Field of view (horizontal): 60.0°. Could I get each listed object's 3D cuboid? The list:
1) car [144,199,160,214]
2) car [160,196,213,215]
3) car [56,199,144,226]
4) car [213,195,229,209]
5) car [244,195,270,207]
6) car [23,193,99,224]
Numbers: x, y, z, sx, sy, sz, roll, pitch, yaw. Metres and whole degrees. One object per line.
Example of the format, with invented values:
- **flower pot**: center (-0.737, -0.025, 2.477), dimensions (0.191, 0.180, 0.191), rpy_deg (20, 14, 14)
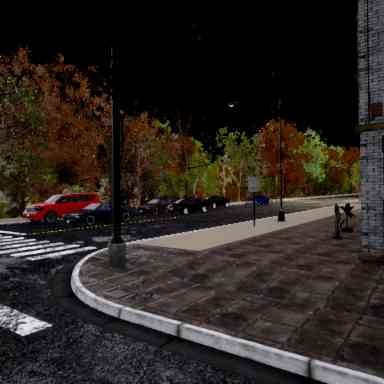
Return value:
- **car**: center (-3.069, 1.348, 32.323), dimensions (2.033, 1.411, 5.357), rpy_deg (-1, 0, 37)
- **car**: center (-0.391, 1.258, 30.487), dimensions (1.837, 1.490, 4.892), rpy_deg (-1, 1, 36)
- **car**: center (-6.104, 1.402, 22.711), dimensions (2.033, 1.411, 5.357), rpy_deg (-1, 0, 36)
- **car**: center (2.746, 1.204, 40.225), dimensions (1.837, 1.490, 4.892), rpy_deg (-1, 0, 37)
- **car**: center (8.403, 1.129, 42.418), dimensions (1.812, 1.442, 4.674), rpy_deg (-1, 0, 37)
- **car**: center (-9.146, 1.127, 24.066), dimensions (2.150, 2.045, 5.566), rpy_deg (-1, 0, 36)
